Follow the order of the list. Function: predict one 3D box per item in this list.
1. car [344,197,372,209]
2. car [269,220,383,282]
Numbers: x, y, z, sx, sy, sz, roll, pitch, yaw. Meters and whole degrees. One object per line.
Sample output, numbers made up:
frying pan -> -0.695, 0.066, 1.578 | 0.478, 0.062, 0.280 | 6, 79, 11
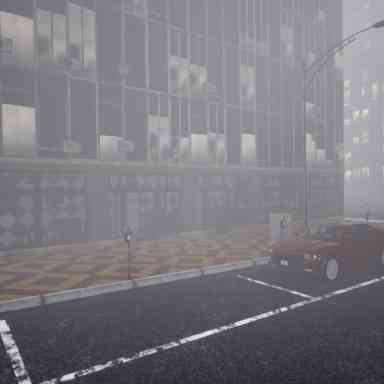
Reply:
car -> 18.691, 1.275, 39.598 | 1.752, 1.417, 4.829 | -1, 1, -35
car -> 4.154, 1.542, 9.716 | 4.507, 1.381, 1.887 | 0, -1, -36
